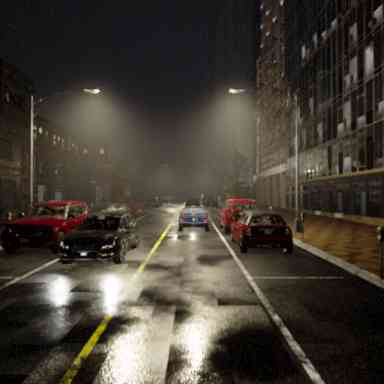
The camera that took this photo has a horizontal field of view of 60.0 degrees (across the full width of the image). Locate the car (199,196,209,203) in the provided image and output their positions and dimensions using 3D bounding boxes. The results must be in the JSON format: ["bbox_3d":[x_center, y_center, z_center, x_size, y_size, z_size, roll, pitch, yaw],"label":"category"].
[{"bbox_3d":[2.676,1.663,75.769,1.947,1.339,4.313,1,0,0],"label":"car"}]

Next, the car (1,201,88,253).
[{"bbox_3d":[-5.673,1.332,13.741,2.192,1.841,5.009,1,0,0],"label":"car"}]

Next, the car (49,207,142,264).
[{"bbox_3d":[-3.098,1.519,11.928,1.837,1.490,4.892,0,0,0],"label":"car"}]

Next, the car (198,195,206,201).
[{"bbox_3d":[2.679,1.554,87.057,1.967,1.590,4.097,1,0,0],"label":"car"}]

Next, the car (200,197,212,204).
[{"bbox_3d":[2.692,1.633,64.480,2.008,1.369,4.403,1,0,0],"label":"car"}]

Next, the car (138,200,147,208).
[{"bbox_3d":[-5.675,1.582,30.672,1.887,1.381,4.507,1,0,0],"label":"car"}]

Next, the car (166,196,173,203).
[{"bbox_3d":[-5.671,1.656,70.181,1.947,1.339,4.313,1,0,0],"label":"car"}]

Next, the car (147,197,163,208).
[{"bbox_3d":[-5.672,1.500,47.605,1.967,1.590,4.097,1,0,0],"label":"car"}]

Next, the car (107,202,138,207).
[{"bbox_3d":[-5.676,1.581,25.029,2.008,1.369,4.403,1,0,0],"label":"car"}]

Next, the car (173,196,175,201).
[{"bbox_3d":[-5.669,1.538,75.825,1.967,1.590,4.097,1,0,0],"label":"car"}]

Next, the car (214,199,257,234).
[{"bbox_3d":[2.707,1.338,19.329,2.192,1.841,5.009,1,0,0],"label":"car"}]

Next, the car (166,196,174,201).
[{"bbox_3d":[-5.670,1.697,87.113,1.802,1.307,4.206,1,0,0],"label":"car"}]

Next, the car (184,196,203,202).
[{"bbox_3d":[0.103,1.556,42.042,1.837,1.490,4.892,0,0,0],"label":"car"}]

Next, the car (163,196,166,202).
[{"bbox_3d":[-5.673,1.633,53.249,1.947,1.339,4.313,1,0,0],"label":"car"}]

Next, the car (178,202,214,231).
[{"bbox_3d":[0.101,1.572,20.893,2.033,1.411,5.357,0,0,0],"label":"car"}]

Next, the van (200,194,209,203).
[{"bbox_3d":[2.683,1.431,70.125,1.690,1.788,3.998,1,0,0],"label":"van"}]

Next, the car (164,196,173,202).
[{"bbox_3d":[-5.670,1.631,81.299,1.752,1.417,4.829,1,0,0],"label":"car"}]

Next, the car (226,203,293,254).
[{"bbox_3d":[2.705,1.456,13.685,1.967,1.590,4.097,1,0,0],"label":"car"}]

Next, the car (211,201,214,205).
[{"bbox_3d":[2.704,1.595,24.972,1.947,1.339,4.313,1,0,0],"label":"car"}]

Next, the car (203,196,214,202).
[{"bbox_3d":[2.707,1.625,47.548,1.947,1.339,4.313,1,0,0],"label":"car"}]

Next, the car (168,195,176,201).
[{"bbox_3d":[-5.669,1.668,92.757,1.887,1.381,4.507,1,0,0],"label":"car"}]
